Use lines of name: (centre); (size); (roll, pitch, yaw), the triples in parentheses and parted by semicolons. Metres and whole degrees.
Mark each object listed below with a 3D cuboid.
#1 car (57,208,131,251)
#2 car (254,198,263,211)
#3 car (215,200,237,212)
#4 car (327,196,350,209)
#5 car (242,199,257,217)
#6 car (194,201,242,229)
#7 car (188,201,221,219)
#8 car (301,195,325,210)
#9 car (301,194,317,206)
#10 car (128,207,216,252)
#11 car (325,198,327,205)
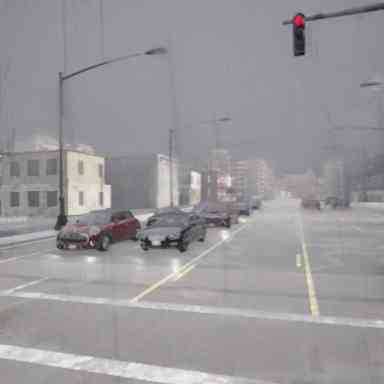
car: (-4.178, 1.631, 15.601); (2.097, 1.767, 4.553); (-1, 0, 17)
car: (7.936, 1.593, 42.689); (2.128, 1.511, 4.902); (-1, 0, 18)
car: (4.477, 1.777, 43.350); (1.895, 1.301, 4.718); (-1, 0, 18)
car: (19.258, 1.354, 43.234); (2.128, 1.511, 4.902); (-1, 0, 17)
car: (4.937, 1.713, 33.134); (1.994, 1.385, 4.181); (-1, 0, 17)
car: (1.972, 1.546, 23.601); (2.097, 1.767, 4.553); (-1, 0, 17)
car: (1.385, 1.717, 33.498); (2.128, 1.511, 4.902); (-1, 0, 17)
car: (15.041, 1.441, 41.787); (2.128, 1.511, 4.902); (-1, 0, 17)
car: (18.119, 1.274, 51.724); (2.097, 1.767, 4.553); (-1, -1, 17)
car: (-0.665, 1.695, 15.112); (2.128, 1.511, 4.902); (-1, 0, 17)
car: (22.323, 1.365, 53.160); (1.837, 1.490, 4.892); (-1, -1, 17)
